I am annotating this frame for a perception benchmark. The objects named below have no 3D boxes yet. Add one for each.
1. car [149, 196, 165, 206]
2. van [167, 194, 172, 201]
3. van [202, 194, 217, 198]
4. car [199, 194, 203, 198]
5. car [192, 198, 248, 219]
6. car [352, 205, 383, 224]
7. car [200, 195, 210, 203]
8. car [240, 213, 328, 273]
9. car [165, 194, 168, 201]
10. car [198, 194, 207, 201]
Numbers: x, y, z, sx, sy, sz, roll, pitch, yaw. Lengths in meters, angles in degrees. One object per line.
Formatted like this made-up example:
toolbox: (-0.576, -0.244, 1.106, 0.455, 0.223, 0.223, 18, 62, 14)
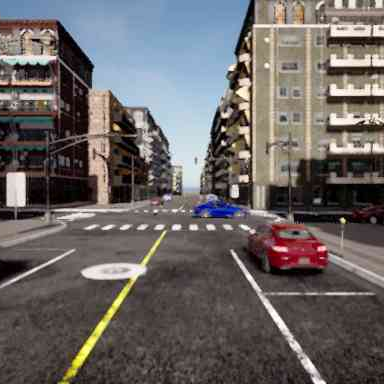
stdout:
car: (-5.854, 1.532, 53.790, 1.802, 1.307, 4.206, -1, 0, 0)
van: (-5.863, 1.325, 81.405, 1.690, 1.788, 3.998, -1, 0, 0)
van: (2.800, 1.290, 48.245, 1.690, 1.788, 3.998, -1, 0, 0)
car: (2.709, 1.265, 53.742, 2.192, 1.841, 5.009, -1, 0, 0)
car: (2.364, 1.497, 28.186, 4.674, 1.442, 1.812, 0, 0, 0)
car: (14.713, 1.707, 25.472, 4.507, 1.381, 1.887, 1, 0, 0)
car: (2.665, 1.406, 70.304, 1.967, 1.590, 4.097, -1, 0, 0)
car: (2.790, 1.561, 10.343, 1.802, 1.307, 4.206, 0, 0, 0)
car: (-5.855, 1.519, 59.312, 1.947, 1.339, 4.313, -1, 0, 0)
car: (2.709, 1.434, 86.868, 1.967, 1.590, 4.097, -1, 0, 0)
